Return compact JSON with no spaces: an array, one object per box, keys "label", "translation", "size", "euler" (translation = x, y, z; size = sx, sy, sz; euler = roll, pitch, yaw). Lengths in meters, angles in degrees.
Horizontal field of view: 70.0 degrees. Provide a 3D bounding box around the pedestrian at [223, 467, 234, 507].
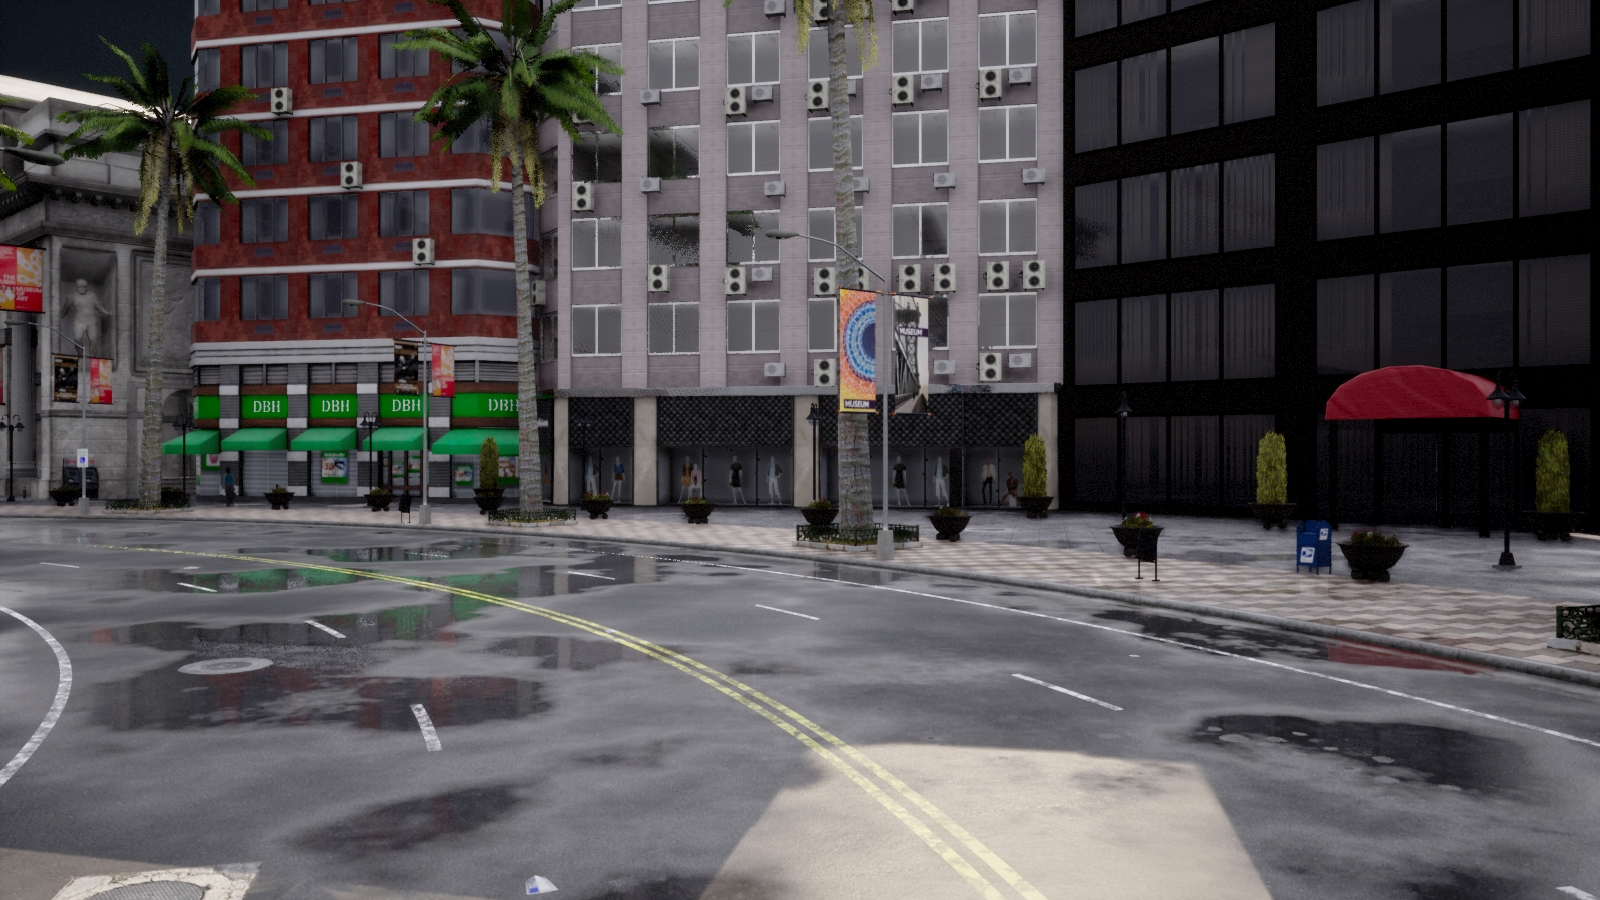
[{"label":"pedestrian","translation":[-26.452,1.703,52.879],"size":[0.375,1.860,0.375],"euler":[0,0,-43]}]
